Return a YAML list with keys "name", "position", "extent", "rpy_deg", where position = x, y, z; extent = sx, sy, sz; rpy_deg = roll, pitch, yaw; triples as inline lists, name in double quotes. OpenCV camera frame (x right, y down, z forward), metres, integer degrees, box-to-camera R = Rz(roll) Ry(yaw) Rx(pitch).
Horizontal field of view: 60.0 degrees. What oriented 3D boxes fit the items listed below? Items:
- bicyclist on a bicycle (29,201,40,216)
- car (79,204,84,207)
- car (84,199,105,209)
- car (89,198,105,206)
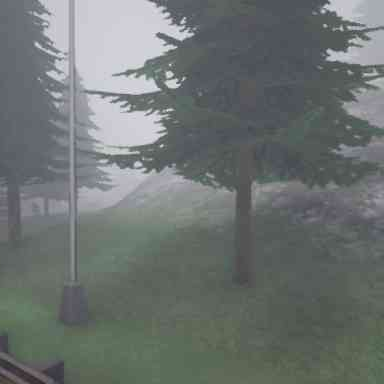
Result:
- name: "bicyclist on a bicycle"
  position: [-16.714, 1.817, 35.234]
  extent: [1.656, 1.620, 0.582]
  rpy_deg: [-4, 0, 23]
- name: "car"
  position: [-21.210, 2.306, 65.228]
  extent: [2.033, 1.411, 5.357]
  rpy_deg: [0, 0, -19]
- name: "car"
  position: [-16.100, 2.122, 56.012]
  extent: [1.837, 1.490, 4.892]
  rpy_deg: [0, 0, -1]
- name: "car"
  position: [-20.820, 2.179, 72.584]
  extent: [2.128, 1.511, 4.902]
  rpy_deg: [0, 0, -32]
